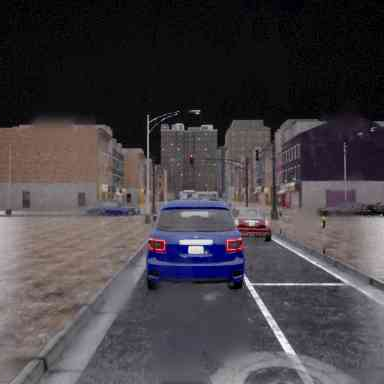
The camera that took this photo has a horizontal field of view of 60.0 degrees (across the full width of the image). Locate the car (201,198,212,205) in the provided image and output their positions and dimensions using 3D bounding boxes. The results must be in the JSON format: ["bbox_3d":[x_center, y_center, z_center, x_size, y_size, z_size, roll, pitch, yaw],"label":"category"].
[{"bbox_3d":[2.742,1.846,65.303,1.947,1.339,4.313,1,-1,0],"label":"car"}]

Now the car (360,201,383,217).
[{"bbox_3d":[17.682,1.454,28.649,5.008,1.535,1.882,0,-2,0],"label":"car"}]

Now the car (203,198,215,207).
[{"bbox_3d":[2.729,1.716,54.597,1.752,1.417,4.829,1,0,0],"label":"car"}]

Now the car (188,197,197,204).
[{"bbox_3d":[0.101,1.889,74.231,2.128,1.511,4.902,0,-1,0],"label":"car"}]

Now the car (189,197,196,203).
[{"bbox_3d":[0.114,1.970,84.379,1.837,1.490,4.892,0,-1,0],"label":"car"}]

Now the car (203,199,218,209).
[{"bbox_3d":[2.720,1.717,48.991,1.947,1.339,4.313,1,0,0],"label":"car"}]

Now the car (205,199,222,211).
[{"bbox_3d":[2.713,1.684,43.554,1.947,1.339,4.313,1,0,0],"label":"car"}]

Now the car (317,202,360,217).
[{"bbox_3d":[14.756,1.621,31.585,5.357,1.411,2.033,0,-2,3],"label":"car"}]

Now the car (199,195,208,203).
[{"bbox_3d":[2.769,1.755,81.618,2.192,1.841,5.009,1,-1,0],"label":"car"}]

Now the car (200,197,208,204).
[{"bbox_3d":[2.758,1.911,76.348,1.752,1.417,4.829,1,-1,0],"label":"car"}]

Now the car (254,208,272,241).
[{"bbox_3d":[2.683,1.462,16.807,1.967,1.590,4.097,2,0,0],"label":"car"}]

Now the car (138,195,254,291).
[{"bbox_3d":[0.052,1.230,9.201,2.150,2.045,5.566,0,0,-1],"label":"car"}]

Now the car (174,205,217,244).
[{"bbox_3d":[0.118,1.500,16.994,1.882,1.535,5.008,0,0,-1],"label":"car"}]

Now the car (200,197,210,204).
[{"bbox_3d":[2.750,1.858,70.910,1.752,1.417,4.829,1,-1,0],"label":"car"}]

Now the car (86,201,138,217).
[{"bbox_3d":[-6.888,1.545,29.334,4.674,1.442,1.812,0,-2,-7],"label":"car"}]
